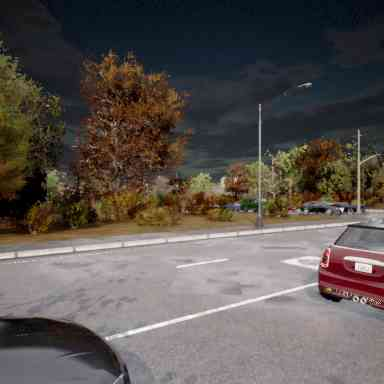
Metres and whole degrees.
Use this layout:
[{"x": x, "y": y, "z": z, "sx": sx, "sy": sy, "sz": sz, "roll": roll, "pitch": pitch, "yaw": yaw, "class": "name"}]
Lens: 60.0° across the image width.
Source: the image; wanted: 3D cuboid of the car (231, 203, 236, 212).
[{"x": 6.896, "y": 2.563, "z": 54.135, "sx": 2.033, "sy": 1.411, "sz": 5.357, "roll": 0, "pitch": -3, "yaw": -32, "class": "car"}]

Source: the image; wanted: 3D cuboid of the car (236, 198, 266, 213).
[{"x": 8.823, "y": 1.767, "z": 44.433, "sx": 2.150, "sy": 2.045, "sz": 5.566, "roll": 0, "pitch": -3, "yaw": -32, "class": "car"}]

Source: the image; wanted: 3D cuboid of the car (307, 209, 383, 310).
[{"x": 4.773, "y": 1.362, "z": 7.098, "sx": 4.553, "sy": 1.767, "sz": 2.097, "roll": 0, "pitch": 0, "yaw": -35, "class": "car"}]

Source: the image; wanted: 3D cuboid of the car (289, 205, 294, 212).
[{"x": 12.107, "y": 2.009, "z": 45.779, "sx": 1.882, "sy": 1.535, "sz": 5.008, "roll": 0, "pitch": -3, "yaw": -32, "class": "car"}]

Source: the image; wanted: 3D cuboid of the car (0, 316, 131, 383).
[{"x": -2.718, "y": 1.492, "z": 1.814, "sx": 4.902, "sy": 1.511, "sz": 2.128, "roll": 0, "pitch": 0, "yaw": -35, "class": "car"}]

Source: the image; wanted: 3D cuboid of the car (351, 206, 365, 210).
[{"x": 17.093, "y": 1.826, "z": 37.790, "sx": 1.895, "sy": 1.301, "sz": 4.718, "roll": 0, "pitch": -1, "yaw": -32, "class": "car"}]

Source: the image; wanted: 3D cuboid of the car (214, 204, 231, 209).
[{"x": 3.626, "y": 2.635, "z": 52.773, "sx": 1.895, "sy": 1.301, "sz": 4.718, "roll": 0, "pitch": -3, "yaw": -32, "class": "car"}]

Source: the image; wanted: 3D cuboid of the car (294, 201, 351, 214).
[{"x": 14.052, "y": 1.708, "z": 36.044, "sx": 2.128, "sy": 1.511, "sz": 4.902, "roll": 0, "pitch": -1, "yaw": -32, "class": "car"}]
